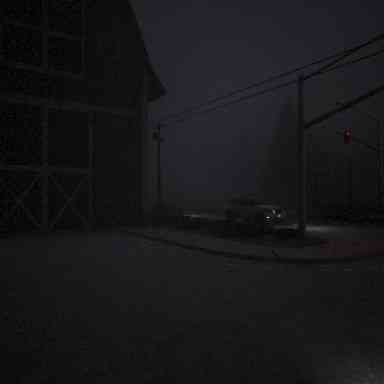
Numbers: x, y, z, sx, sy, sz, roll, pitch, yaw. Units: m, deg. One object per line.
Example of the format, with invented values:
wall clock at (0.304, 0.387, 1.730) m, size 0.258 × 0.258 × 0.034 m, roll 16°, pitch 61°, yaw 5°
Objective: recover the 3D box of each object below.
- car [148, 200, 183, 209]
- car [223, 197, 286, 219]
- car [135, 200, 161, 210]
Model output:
car at (-2.827, 1.731, 37.694) m, size 1.882 × 1.535 × 5.008 m, roll 0°, pitch 0°, yaw -35°
car at (4.809, 1.403, 26.558) m, size 2.150 × 2.045 × 5.566 m, roll 0°, pitch 0°, yaw -34°
car at (-6.644, 1.927, 49.621) m, size 1.895 × 1.301 × 4.718 m, roll 0°, pitch 0°, yaw -34°
